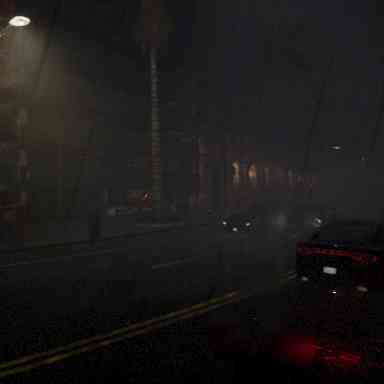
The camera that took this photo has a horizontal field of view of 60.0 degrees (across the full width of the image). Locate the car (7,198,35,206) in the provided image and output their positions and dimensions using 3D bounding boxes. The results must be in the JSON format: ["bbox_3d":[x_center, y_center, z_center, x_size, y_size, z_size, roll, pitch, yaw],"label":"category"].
[{"bbox_3d":[-30.481,1.728,59.418,2.161,1.482,4.786,-1,0,36],"label":"car"}]

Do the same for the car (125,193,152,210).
[{"bbox_3d":[-5.873,1.102,42.088,2.435,2.045,5.566,-1,0,36],"label":"car"}]

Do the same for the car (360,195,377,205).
[{"bbox_3d":[27.885,1.281,52.508,1.812,1.442,4.674,-1,0,36],"label":"car"}]

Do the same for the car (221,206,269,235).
[{"bbox_3d":[3.765,1.521,19.204,2.033,1.411,5.357,-1,0,36],"label":"car"}]

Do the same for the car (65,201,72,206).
[{"bbox_3d":[-21.334,1.688,52.272,1.895,1.301,4.718,-1,0,36],"label":"car"}]

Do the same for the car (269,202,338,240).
[{"bbox_3d":[5.753,1.306,16.009,2.097,1.767,4.553,-1,0,36],"label":"car"}]

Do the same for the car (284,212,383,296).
[{"bbox_3d":[4.466,1.441,8.665,1.882,1.535,5.008,0,0,42],"label":"car"}]
